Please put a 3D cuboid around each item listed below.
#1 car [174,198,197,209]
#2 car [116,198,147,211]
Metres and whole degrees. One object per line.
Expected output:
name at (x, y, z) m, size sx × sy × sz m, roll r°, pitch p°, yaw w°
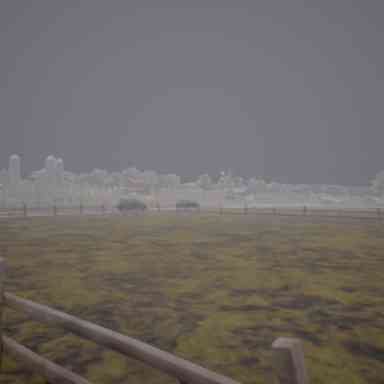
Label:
car at (-1.195, 2.348, 66.940) m, size 2.150 × 2.045 × 5.566 m, roll 2°, pitch 0°, yaw 36°
car at (-9.929, 2.061, 54.773) m, size 2.150 × 2.045 × 5.566 m, roll 2°, pitch 0°, yaw 36°
